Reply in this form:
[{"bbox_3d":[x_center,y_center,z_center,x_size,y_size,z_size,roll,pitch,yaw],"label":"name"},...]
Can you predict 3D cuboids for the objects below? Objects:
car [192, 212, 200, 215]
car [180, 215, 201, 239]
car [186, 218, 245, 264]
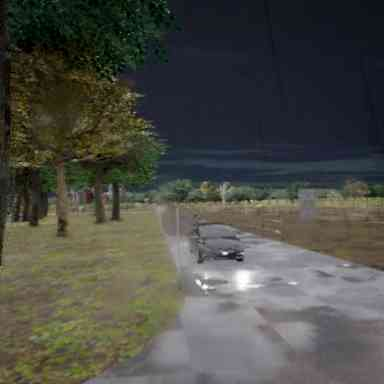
[{"bbox_3d":[0.116,3.555,49.543,1.895,1.301,4.718,-2,-2,-6],"label":"car"},{"bbox_3d":[-0.110,2.639,24.522,1.895,1.301,4.718,-2,-2,-6],"label":"car"},{"bbox_3d":[0.958,2.139,14.752,1.837,1.490,4.892,-2,-2,-6],"label":"car"}]
